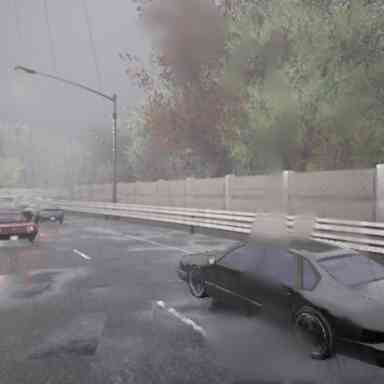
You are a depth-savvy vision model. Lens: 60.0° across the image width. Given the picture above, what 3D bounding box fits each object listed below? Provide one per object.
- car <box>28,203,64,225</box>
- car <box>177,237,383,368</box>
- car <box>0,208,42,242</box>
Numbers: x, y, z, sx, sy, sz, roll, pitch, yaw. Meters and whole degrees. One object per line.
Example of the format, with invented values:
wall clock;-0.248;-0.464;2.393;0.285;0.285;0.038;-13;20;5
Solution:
car;-10.651;1.525;23.622;2.128;1.511;4.902;0;0;-39
car;1.694;1.560;6.081;2.033;1.411;5.357;0;0;-30
car;-8.796;1.621;15.718;1.895;1.301;4.718;0;0;-37
